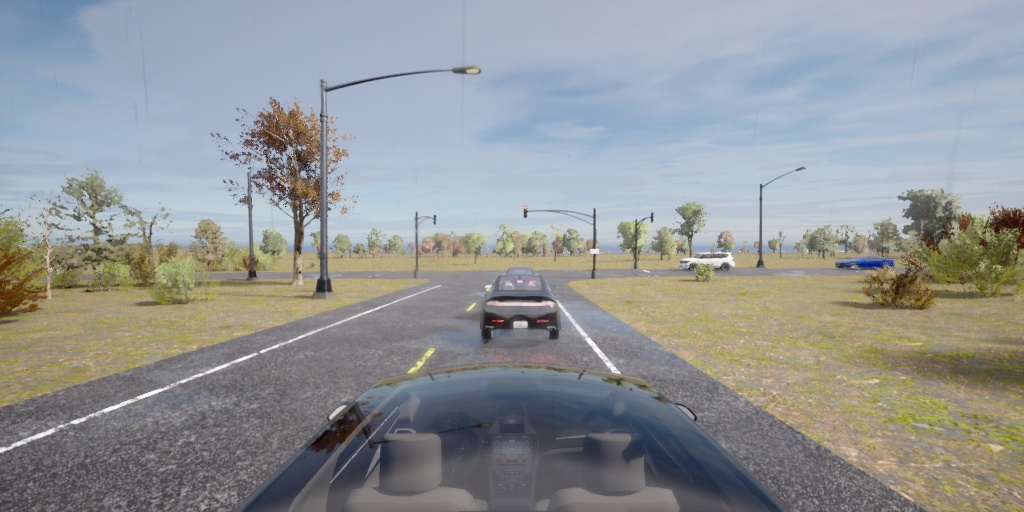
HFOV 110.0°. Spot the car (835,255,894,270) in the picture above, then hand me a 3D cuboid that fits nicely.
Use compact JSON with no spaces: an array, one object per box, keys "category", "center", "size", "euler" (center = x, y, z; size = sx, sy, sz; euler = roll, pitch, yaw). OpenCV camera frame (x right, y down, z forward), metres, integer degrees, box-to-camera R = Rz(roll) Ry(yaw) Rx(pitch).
[{"category":"car","center":[37.642,0.710,38.368],"size":[5.008,1.535,1.882],"euler":[-1,1,5]}]

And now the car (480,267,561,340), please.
[{"category":"car","center":[0.221,1.235,9.976],"size":[2.128,1.511,4.902],"euler":[0,0,1]}]

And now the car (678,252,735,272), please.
[{"category":"car","center":[21.553,0.629,39.795],"size":[5.566,2.045,2.150],"euler":[-1,1,5]}]

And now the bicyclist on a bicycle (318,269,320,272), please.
[{"category":"bicyclist on a bicycle","center":[-25.337,1.325,47.877],"size":[0.582,1.620,1.656],"euler":[-1,0,5]}]
